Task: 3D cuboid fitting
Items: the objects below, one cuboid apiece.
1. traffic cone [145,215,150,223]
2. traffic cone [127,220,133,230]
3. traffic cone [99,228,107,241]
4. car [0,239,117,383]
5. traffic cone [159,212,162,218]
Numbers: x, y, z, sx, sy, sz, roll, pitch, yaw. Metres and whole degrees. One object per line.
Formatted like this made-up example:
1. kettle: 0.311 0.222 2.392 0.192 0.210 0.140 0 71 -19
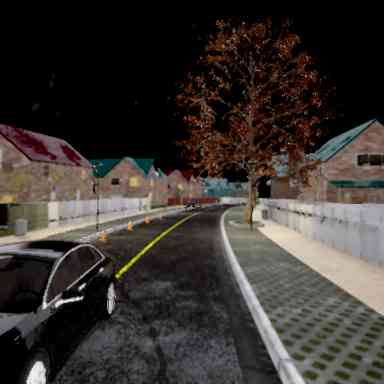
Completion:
1. traffic cone: -3.466 2.095 25.861 0.340 0.580 0.340 0 0 5
2. traffic cone: -3.891 2.058 20.829 0.340 0.580 0.340 0 0 4
3. traffic cone: -4.219 2.026 15.790 0.340 0.580 0.340 0 0 3
4. car: -2.385 1.524 4.666 1.837 1.490 4.892 0 0 1
5. traffic cone: -2.946 2.136 30.884 0.340 0.580 0.340 0 0 6
